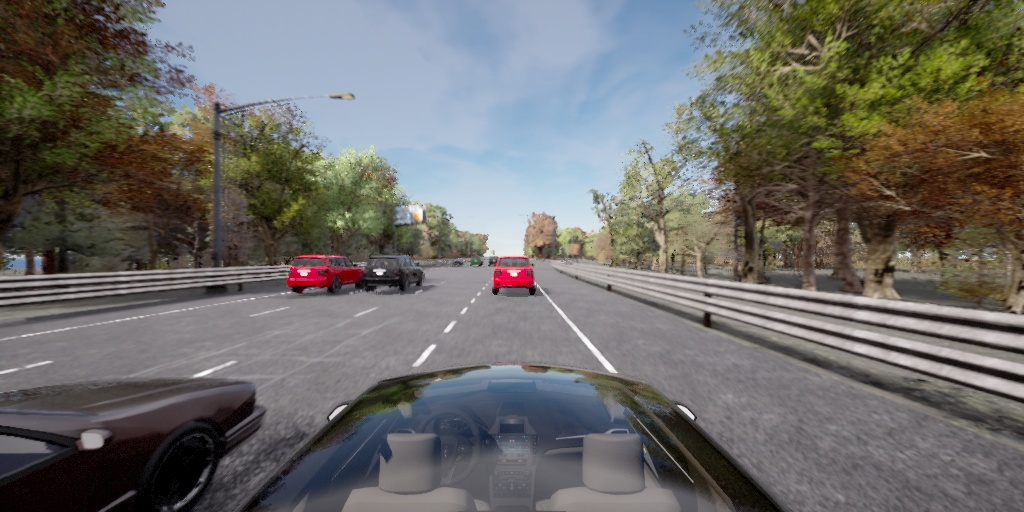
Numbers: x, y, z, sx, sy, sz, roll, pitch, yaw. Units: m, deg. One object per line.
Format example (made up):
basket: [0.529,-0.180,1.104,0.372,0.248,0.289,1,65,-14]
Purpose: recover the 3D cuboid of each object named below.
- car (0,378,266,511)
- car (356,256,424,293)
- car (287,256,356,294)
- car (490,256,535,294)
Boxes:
car: [-3.396,1.297,1.105,2.033,1.411,5.357,0,0,0]
car: [-6.904,0.998,21.383,2.150,2.045,5.566,0,0,0]
car: [-10.406,0.997,20.609,2.150,2.045,5.566,0,0,0]
car: [0.094,0.997,20.404,2.150,2.045,5.566,0,0,0]
